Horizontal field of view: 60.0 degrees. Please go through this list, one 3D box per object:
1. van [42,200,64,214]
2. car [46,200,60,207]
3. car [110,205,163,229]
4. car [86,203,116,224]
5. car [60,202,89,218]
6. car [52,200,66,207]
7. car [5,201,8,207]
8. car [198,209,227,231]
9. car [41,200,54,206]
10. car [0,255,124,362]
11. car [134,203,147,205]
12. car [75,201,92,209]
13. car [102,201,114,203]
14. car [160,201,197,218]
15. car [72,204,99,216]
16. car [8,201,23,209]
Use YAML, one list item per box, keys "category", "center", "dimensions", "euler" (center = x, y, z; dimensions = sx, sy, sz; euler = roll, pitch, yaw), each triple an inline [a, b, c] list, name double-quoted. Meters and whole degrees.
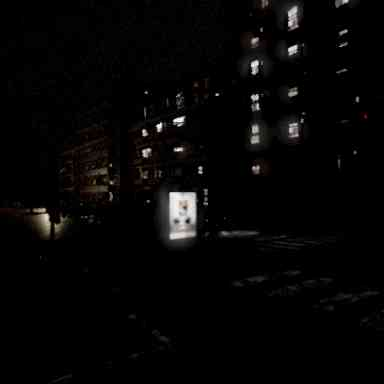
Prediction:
- category: "van"
  center: [-18.201, 2.034, 44.150]
  dimensions: [1.690, 1.788, 3.998]
  euler: [-2, 0, -36]
- category: "car"
  center: [-32.966, 2.734, 78.892]
  dimensions: [1.947, 1.339, 4.313]
  euler: [-2, 0, -36]
- category: "car"
  center: [-3.936, 1.885, 24.279]
  dimensions: [2.008, 1.369, 4.403]
  euler: [-2, 0, -36]
- category: "car"
  center: [-7.202, 1.967, 28.790]
  dimensions: [2.008, 1.369, 4.403]
  euler: [-2, 0, -36]
- category: "car"
  center: [-13.281, 2.113, 37.265]
  dimensions: [1.887, 1.381, 4.507]
  euler: [-2, 0, -36]
- category: "car"
  center: [-29.704, 2.526, 74.381]
  dimensions: [1.967, 1.590, 4.097]
  euler: [-2, 0, -36]
- category: "car"
  center: [-43.020, 2.864, 78.489]
  dimensions: [1.887, 1.381, 4.507]
  euler: [-2, 0, -36]
- category: "car"
  center: [0.278, 1.863, 23.109]
  dimensions: [1.895, 1.301, 4.718]
  euler: [-1, -1, -36]
- category: "car"
  center: [-36.232, 2.796, 83.403]
  dimensions: [1.887, 1.381, 4.507]
  euler: [-2, 0, -36]
- category: "car"
  center: [-2.993, 1.582, 4.433]
  dimensions: [4.206, 1.307, 1.802]
  euler: [0, 0, -35]
- category: "car"
  center: [-6.777, 2.092, 42.849]
  dimensions: [1.802, 1.307, 4.206]
  euler: [-2, 0, -36]
- category: "car"
  center: [-19.903, 2.421, 60.847]
  dimensions: [1.802, 1.307, 4.206]
  euler: [-2, 0, -36]
- category: "car"
  center: [-13.371, 2.115, 51.827]
  dimensions: [1.967, 1.590, 4.097]
  euler: [-2, 0, -36]
- category: "car"
  center: [-1.519, 1.819, 35.667]
  dimensions: [1.967, 1.590, 4.097]
  euler: [-2, 0, -36]
- category: "car"
  center: [-13.579, 2.210, 42.296]
  dimensions: [1.895, 1.301, 4.718]
  euler: [-1, -1, -36]
- category: "car"
  center: [-36.489, 2.704, 69.467]
  dimensions: [2.008, 1.369, 4.403]
  euler: [-2, 0, -36]
